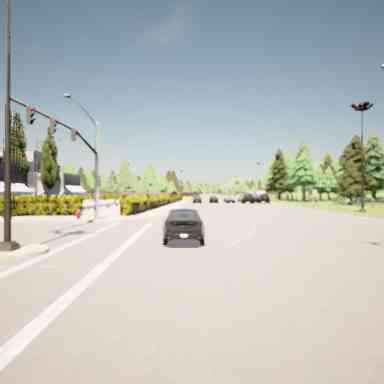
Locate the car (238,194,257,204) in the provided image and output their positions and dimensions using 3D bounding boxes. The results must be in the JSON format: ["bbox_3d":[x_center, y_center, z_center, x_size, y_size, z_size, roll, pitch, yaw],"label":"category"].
[{"bbox_3d":[11.578,1.442,69.431,2.150,2.045,5.566,0,0,2],"label":"car"}]

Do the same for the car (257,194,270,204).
[{"bbox_3d":[15.138,1.451,70.817,2.150,2.045,5.566,0,0,2],"label":"car"}]

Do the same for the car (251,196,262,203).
[{"bbox_3d":[15.529,1.757,80.271,1.837,1.490,4.892,0,0,2],"label":"car"}]

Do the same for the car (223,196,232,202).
[{"bbox_3d":[8.477,1.687,79.153,1.895,1.301,4.718,0,0,2],"label":"car"}]

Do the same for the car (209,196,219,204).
[{"bbox_3d":[4.600,1.705,70.105,1.882,1.535,5.008,0,0,2],"label":"car"}]

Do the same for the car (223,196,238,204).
[{"bbox_3d":[8.116,1.821,70.406,1.895,1.301,4.718,0,0,2],"label":"car"}]

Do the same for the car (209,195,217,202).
[{"bbox_3d":[4.979,1.573,79.268,1.882,1.535,5.008,0,0,2],"label":"car"}]

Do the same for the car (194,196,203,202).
[{"bbox_3d":[1.482,1.639,79.412,2.033,1.411,5.357,0,0,2],"label":"car"}]

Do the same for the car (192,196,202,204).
[{"bbox_3d":[1.086,1.753,69.833,2.128,1.511,4.902,0,0,2],"label":"car"}]

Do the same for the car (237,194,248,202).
[{"bbox_3d":[11.971,1.443,78.949,2.097,1.767,4.553,0,0,2],"label":"car"}]

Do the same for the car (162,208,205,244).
[{"bbox_3d":[-0.404,1.560,16.131,1.837,1.490,4.892,0,0,-2],"label":"car"}]
